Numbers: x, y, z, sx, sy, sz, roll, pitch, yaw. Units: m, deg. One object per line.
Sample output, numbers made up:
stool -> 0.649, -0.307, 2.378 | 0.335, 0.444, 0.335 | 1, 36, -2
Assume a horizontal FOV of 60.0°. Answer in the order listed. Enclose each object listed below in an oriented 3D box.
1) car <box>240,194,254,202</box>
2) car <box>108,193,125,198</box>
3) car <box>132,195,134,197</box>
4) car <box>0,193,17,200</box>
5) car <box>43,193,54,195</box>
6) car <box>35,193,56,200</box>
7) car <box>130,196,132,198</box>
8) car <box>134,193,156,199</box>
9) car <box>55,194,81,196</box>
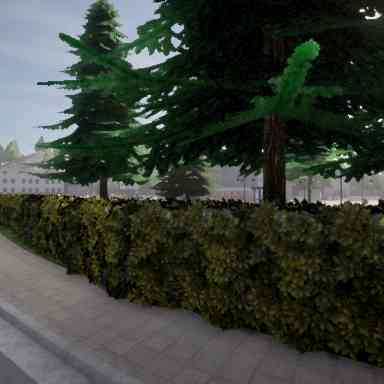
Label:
car -> 12.805, 1.340, 74.265 | 2.097, 1.767, 4.553 | 0, 0, -36
car -> -20.412, 1.154, 90.228 | 5.027, 1.636, 2.152 | 0, 0, -36
car -> -10.916, 1.097, 77.718 | 4.605, 1.855, 1.932 | 0, 0, -36
car -> -44.668, 1.077, 80.711 | 3.866, 1.878, 1.905 | 0, 0, -36
car -> -29.670, 1.298, 72.102 | 4.514, 1.523, 2.007 | 0, 0, -36
car -> -36.361, 1.097, 82.633 | 4.605, 1.855, 1.932 | 0, 0, -36
car -> -12.946, 1.077, 79.837 | 3.866, 1.878, 1.905 | 0, 0, -36
car -> -7.949, 1.384, 60.636 | 3.806, 1.475, 1.970 | 0, 0, -36
car -> -23.873, 1.320, 63.962 | 3.633, 1.501, 1.845 | 0, 0, -36
